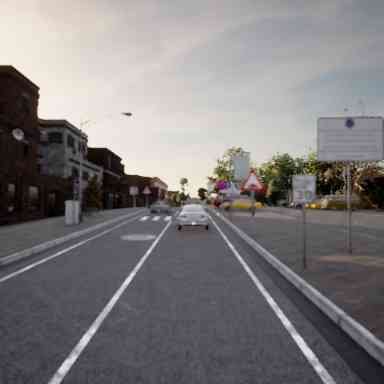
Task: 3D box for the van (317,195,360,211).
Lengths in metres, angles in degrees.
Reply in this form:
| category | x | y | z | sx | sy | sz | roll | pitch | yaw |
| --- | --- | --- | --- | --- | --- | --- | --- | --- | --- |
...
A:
| category | x | y | z | sx | sy | sz | roll | pitch | yaw |
| --- | --- | --- | --- | --- | --- | --- | --- | --- | --- |
| van | 18.437 | 1.377 | 41.412 | 4.442 | 1.987 | 1.878 | 0 | -1 | 0 |

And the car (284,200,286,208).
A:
| category | x | y | z | sx | sy | sz | roll | pitch | yaw |
| --- | --- | --- | --- | --- | --- | --- | --- | --- | --- |
| car | 18.425 | 1.921 | 55.369 | 4.892 | 1.521 | 2.231 | 0 | -2 | -1 |

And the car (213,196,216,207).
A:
| category | x | y | z | sx | sy | sz | roll | pitch | yaw |
| --- | --- | --- | --- | --- | --- | --- | --- | --- | --- |
| car | 6.207 | 1.628 | 54.109 | 5.566 | 2.045 | 2.435 | 0 | -1 | -1 |

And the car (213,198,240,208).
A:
| category | x | y | z | sx | sy | sz | roll | pitch | yaw |
| --- | --- | --- | --- | --- | --- | --- | --- | --- | --- |
| car | 6.135 | 1.935 | 60.056 | 4.553 | 1.767 | 2.185 | 0 | -2 | -1 |

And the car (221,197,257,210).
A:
| category | x | y | z | sx | sy | sz | roll | pitch | yaw |
| --- | --- | --- | --- | --- | --- | --- | --- | --- | --- |
| car | 6.289 | 1.536 | 44.880 | 4.553 | 1.767 | 2.185 | 0 | -1 | 0 |

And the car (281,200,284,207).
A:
| category | x | y | z | sx | sy | sz | roll | pitch | yaw |
| --- | --- | --- | --- | --- | --- | --- | --- | --- | --- |
| car | 18.370 | 1.749 | 58.044 | 5.566 | 2.045 | 2.435 | 0 | -2 | -1 |

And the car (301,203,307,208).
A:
| category | x | y | z | sx | sy | sz | roll | pitch | yaw |
| --- | --- | --- | --- | --- | --- | --- | --- | --- | --- |
| car | 18.697 | 1.702 | 46.864 | 5.366 | 1.575 | 1.946 | 0 | -1 | 0 |

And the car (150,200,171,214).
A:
| category | x | y | z | sx | sy | sz | roll | pitch | yaw |
| --- | --- | --- | --- | --- | --- | --- | --- | --- | --- |
| car | -3.356 | 1.605 | 35.950 | 1.895 | 1.301 | 4.718 | 0 | 1 | 0 |

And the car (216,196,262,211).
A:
| category | x | y | z | sx | sy | sz | roll | pitch | yaw |
| --- | --- | --- | --- | --- | --- | --- | --- | --- | --- |
| car | 6.097 | 1.607 | 41.958 | 5.366 | 1.575 | 1.946 | 0 | -1 | 0 |

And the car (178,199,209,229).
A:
| category | x | y | z | sx | sy | sz | roll | pitch | yaw |
| --- | --- | --- | --- | --- | --- | --- | --- | --- | --- |
| car | 0.090 | 1.496 | 21.407 | 1.812 | 1.442 | 4.674 | 0 | 2 | 0 |

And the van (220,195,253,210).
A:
| category | x | y | z | sx | sy | sz | roll | pitch | yaw |
| --- | --- | --- | --- | --- | --- | --- | --- | --- | --- |
| van | 6.350 | 1.501 | 47.919 | 4.442 | 1.987 | 1.878 | 0 | -1 | 0 |

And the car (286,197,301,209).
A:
| category | x | y | z | sx | sy | sz | roll | pitch | yaw |
| --- | --- | --- | --- | --- | --- | --- | --- | --- | --- |
| car | 18.438 | 1.588 | 52.584 | 5.566 | 2.045 | 2.435 | 0 | -2 | -1 |

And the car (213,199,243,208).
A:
| category | x | y | z | sx | sy | sz | roll | pitch | yaw |
| --- | --- | --- | --- | --- | --- | --- | --- | --- | --- |
| car | 6.146 | 1.968 | 57.018 | 5.008 | 1.535 | 2.097 | 0 | -2 | -1 |

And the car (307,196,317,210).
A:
| category | x | y | z | sx | sy | sz | roll | pitch | yaw |
| --- | --- | --- | --- | --- | --- | --- | --- | --- | --- |
| car | 18.717 | 1.649 | 44.204 | 5.366 | 1.575 | 1.946 | 0 | -1 | 0 |
